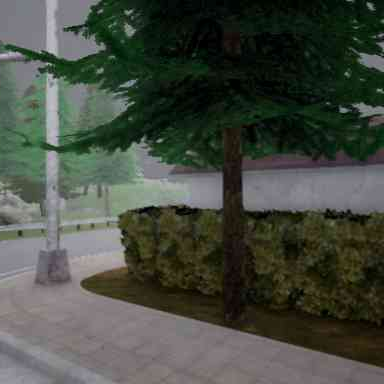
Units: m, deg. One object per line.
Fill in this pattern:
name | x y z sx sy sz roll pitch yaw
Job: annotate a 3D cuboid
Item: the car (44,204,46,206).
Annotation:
car | -22.035 2.222 49.213 1.895 1.301 4.718 -1 0 35
